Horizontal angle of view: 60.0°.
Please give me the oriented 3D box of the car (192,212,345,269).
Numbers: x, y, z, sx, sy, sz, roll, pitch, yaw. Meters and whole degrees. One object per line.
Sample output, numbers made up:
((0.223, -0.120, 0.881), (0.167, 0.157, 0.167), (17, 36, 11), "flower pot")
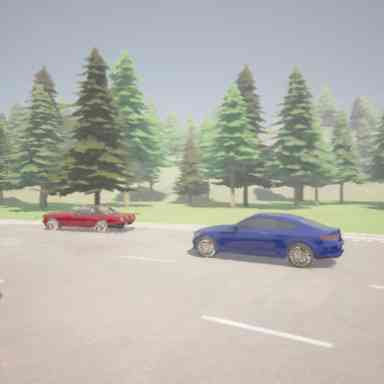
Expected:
((2.238, 1.372, 10.494), (4.674, 1.442, 1.812), (0, 0, 28), "car")

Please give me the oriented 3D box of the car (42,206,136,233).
((-5.523, 1.388, 17.716), (4.718, 1.301, 1.895), (0, 1, 16), "car")
